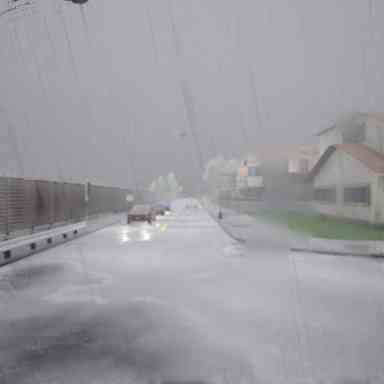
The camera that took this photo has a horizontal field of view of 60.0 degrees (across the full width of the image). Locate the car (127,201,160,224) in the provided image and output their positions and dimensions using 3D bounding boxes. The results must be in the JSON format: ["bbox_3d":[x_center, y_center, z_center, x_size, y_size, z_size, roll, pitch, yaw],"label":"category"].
[{"bbox_3d":[-4.098,1.749,27.686,1.882,1.535,5.008,0,-1,0],"label":"car"}]

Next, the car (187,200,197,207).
[{"bbox_3d":[-0.016,2.210,65.803,1.994,1.385,4.181,0,-1,0],"label":"car"}]

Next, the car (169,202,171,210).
[{"bbox_3d":[-4.083,1.945,47.698,1.882,1.535,5.008,0,-1,0],"label":"car"}]

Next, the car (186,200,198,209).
[{"bbox_3d":[-0.013,2.073,55.800,1.812,1.442,4.674,0,-1,0],"label":"car"}]

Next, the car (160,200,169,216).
[{"bbox_3d":[-4.096,1.934,37.690,1.994,1.385,4.181,0,-1,0],"label":"car"}]
